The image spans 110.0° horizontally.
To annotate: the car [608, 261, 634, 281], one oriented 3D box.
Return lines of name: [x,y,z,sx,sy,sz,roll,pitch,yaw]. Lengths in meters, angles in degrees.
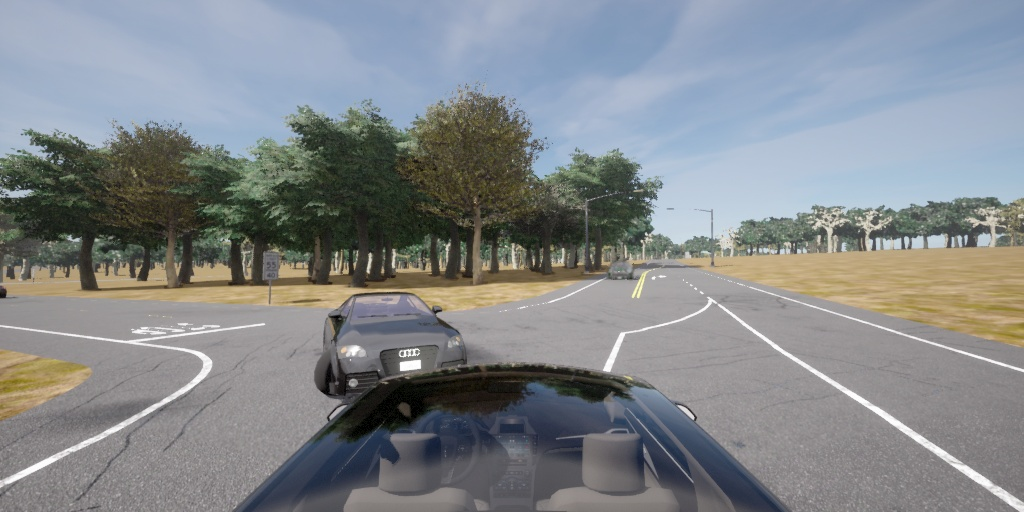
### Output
car: [10.073,1.310,33.020,2.097,1.767,4.553,-1,0,21]

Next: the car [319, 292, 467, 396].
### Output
car: [-2.354,1.377,6.660,1.994,1.385,4.181,1,-2,-29]

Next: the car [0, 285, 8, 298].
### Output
car: [-40.852,2.566,27.440,4.181,1.385,1.994,-2,-3,22]
